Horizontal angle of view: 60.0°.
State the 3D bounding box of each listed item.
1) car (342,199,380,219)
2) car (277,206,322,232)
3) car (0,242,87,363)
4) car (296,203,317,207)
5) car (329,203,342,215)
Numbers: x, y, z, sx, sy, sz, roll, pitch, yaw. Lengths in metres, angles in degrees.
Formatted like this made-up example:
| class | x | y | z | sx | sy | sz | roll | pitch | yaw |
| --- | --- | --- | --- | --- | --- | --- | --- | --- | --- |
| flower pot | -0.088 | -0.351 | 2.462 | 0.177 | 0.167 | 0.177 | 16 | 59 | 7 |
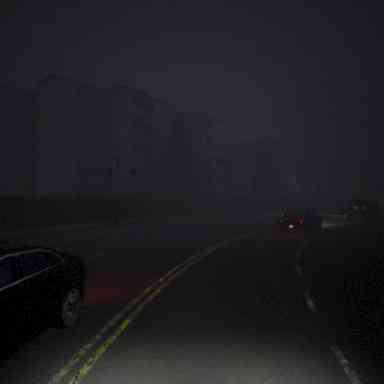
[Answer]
| class | x | y | z | sx | sy | sz | roll | pitch | yaw |
| --- | --- | --- | --- | --- | --- | --- | --- | --- | --- |
| car | 18.337 | 1.744 | 35.636 | 2.150 | 2.045 | 5.566 | 0 | -1 | 42 |
| car | 7.457 | 1.895 | 22.671 | 1.895 | 1.301 | 4.718 | 0 | -1 | 34 |
| car | -3.097 | 1.507 | 4.336 | 2.128 | 1.511 | 4.902 | 0 | -1 | 7 |
| car | 14.023 | 2.089 | 41.614 | 2.033 | 1.411 | 5.357 | 0 | -1 | 42 |
| car | 19.208 | 2.142 | 42.148 | 2.033 | 1.411 | 5.357 | 0 | -1 | 42 |
